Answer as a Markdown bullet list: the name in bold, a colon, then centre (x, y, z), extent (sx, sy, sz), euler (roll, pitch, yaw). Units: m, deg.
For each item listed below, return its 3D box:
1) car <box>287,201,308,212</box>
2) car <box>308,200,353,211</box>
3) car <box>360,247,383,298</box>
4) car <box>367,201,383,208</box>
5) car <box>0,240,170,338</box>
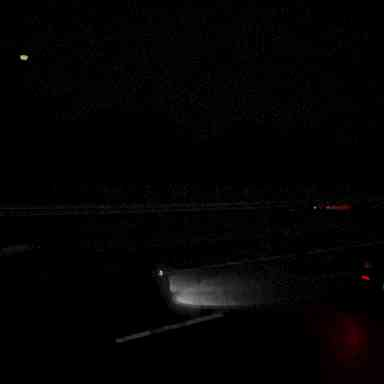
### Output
- **car**: centre (12.808, 1.787, 37.663), extent (4.892, 1.490, 1.837), euler (-1, 0, -33)
- **car**: centre (14.711, 1.617, 34.725), extent (4.553, 1.767, 2.097), euler (-1, 0, -33)
- **car**: centre (5.634, 1.646, 7.502), extent (4.674, 1.442, 1.812), euler (1, -1, -34)
- **car**: centre (19.587, 1.691, 33.711), extent (5.008, 1.535, 1.882), euler (-1, 0, -33)
- **car**: centre (-2.504, 1.617, 6.192), extent (4.181, 1.385, 1.994), euler (1, -1, -34)
